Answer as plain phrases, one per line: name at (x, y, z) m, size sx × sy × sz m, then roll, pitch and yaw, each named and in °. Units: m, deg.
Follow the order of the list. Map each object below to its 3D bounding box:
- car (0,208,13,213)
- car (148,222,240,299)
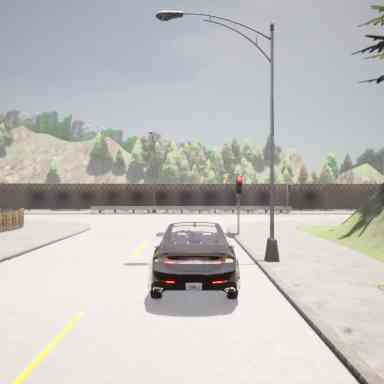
car at (-17.499, 1.547, 27.231) m, size 5.357 × 1.411 × 2.033 m, roll 0°, pitch 0°, yaw 0°
car at (0.067, 1.491, 8.427) m, size 2.128 × 1.511 × 4.902 m, roll 0°, pitch 0°, yaw 1°
